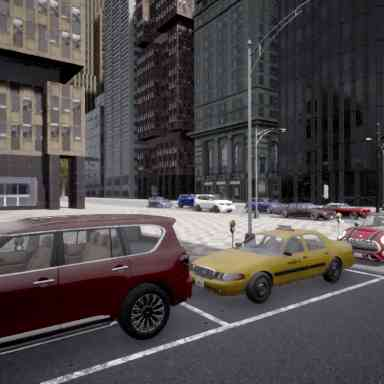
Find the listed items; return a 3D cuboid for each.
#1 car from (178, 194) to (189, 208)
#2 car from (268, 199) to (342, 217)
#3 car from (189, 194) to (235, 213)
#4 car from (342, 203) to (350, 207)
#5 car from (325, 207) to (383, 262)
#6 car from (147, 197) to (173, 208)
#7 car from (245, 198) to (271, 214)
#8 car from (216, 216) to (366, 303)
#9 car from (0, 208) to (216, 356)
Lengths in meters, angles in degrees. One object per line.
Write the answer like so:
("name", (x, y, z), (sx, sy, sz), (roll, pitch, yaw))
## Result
("car", (0.115, 1.332, 47.293), (2.150, 2.045, 5.566), (0, 0, -36))
("car", (9.538, 1.613, 28.553), (2.033, 1.411, 5.357), (0, 0, -36))
("car", (2.455, 1.321, 38.435), (2.150, 2.045, 5.566), (0, 0, -36))
("car", (13.106, 1.648, 29.154), (1.895, 1.301, 4.718), (0, 0, -36))
("car", (6.795, 1.439, 11.540), (4.097, 1.590, 1.967), (0, 0, -36))
("car", (-4.659, 1.494, 48.402), (2.097, 1.767, 4.553), (0, 0, -35))
("car", (7.971, 1.425, 36.328), (2.097, 1.767, 4.553), (0, 0, -36))
("car", (2.105, 1.525, 8.174), (4.829, 1.417, 1.752), (0, 0, -36))
("car", (-2.309, 1.315, 5.008), (5.009, 1.841, 2.192), (0, 0, -36))
